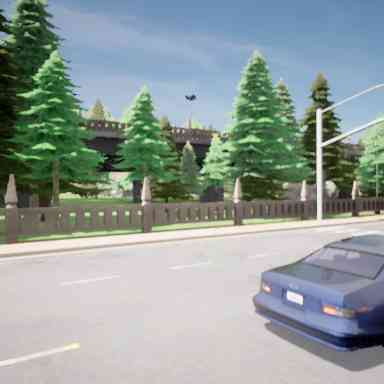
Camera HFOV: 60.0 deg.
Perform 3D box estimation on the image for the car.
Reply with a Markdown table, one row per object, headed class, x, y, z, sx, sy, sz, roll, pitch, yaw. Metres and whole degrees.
| class | x | y | z | sx | sy | sz | roll | pitch | yaw |
| --- | --- | --- | --- | --- | --- | --- | --- | --- | --- |
| car | 3.585 | 1.507 | 5.966 | 5.357 | 1.411 | 2.033 | 0 | 0 | -31 |
